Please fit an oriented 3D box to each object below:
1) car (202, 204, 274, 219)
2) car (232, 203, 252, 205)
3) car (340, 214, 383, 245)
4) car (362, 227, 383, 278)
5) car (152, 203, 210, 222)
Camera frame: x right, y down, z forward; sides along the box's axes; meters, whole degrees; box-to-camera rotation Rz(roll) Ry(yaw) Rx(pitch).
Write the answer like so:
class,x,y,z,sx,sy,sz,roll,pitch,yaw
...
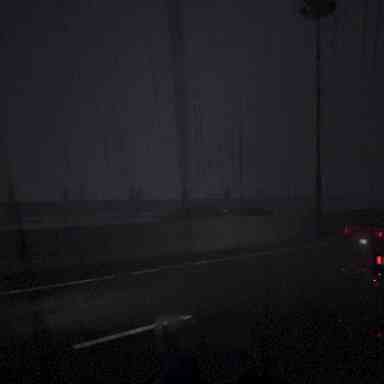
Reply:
class,x,y,z,sx,sy,sz,roll,pitch,yaw
car,3.168,1.591,19.143,4.718,1.301,1.895,0,0,-35
car,4.024,1.587,28.340,4.718,1.301,1.895,0,0,-35
car,8.370,1.590,14.012,4.718,1.301,1.895,0,0,-35
car,6.521,1.594,8.396,4.718,1.301,1.895,0,0,-35
car,-0.203,1.497,21.038,4.892,1.490,1.837,0,0,-35
